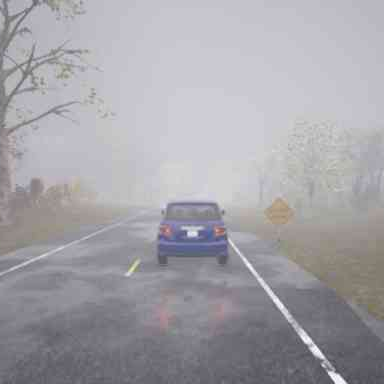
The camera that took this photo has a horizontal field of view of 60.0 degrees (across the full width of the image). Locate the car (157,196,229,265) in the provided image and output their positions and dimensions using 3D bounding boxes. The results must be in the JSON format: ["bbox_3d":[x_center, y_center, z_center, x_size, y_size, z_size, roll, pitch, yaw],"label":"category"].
[{"bbox_3d":[0.037,1.233,11.842,2.150,2.045,5.566,0,0,1],"label":"car"}]

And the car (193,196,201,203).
[{"bbox_3d":[1.223,1.662,78.737,1.801,1.575,5.366,0,0,0],"label":"car"}]

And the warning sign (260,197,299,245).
[{"bbox_3d":[3.544,1.128,13.552,1.300,1.860,1.060,0,0,0],"label":"warning sign"}]

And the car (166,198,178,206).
[{"bbox_3d":[-3.544,1.722,59.142,1.895,1.301,4.718,0,0,1],"label":"car"}]

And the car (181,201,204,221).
[{"bbox_3d":[0.049,1.563,28.591,1.812,1.442,4.674,0,0,0],"label":"car"}]
